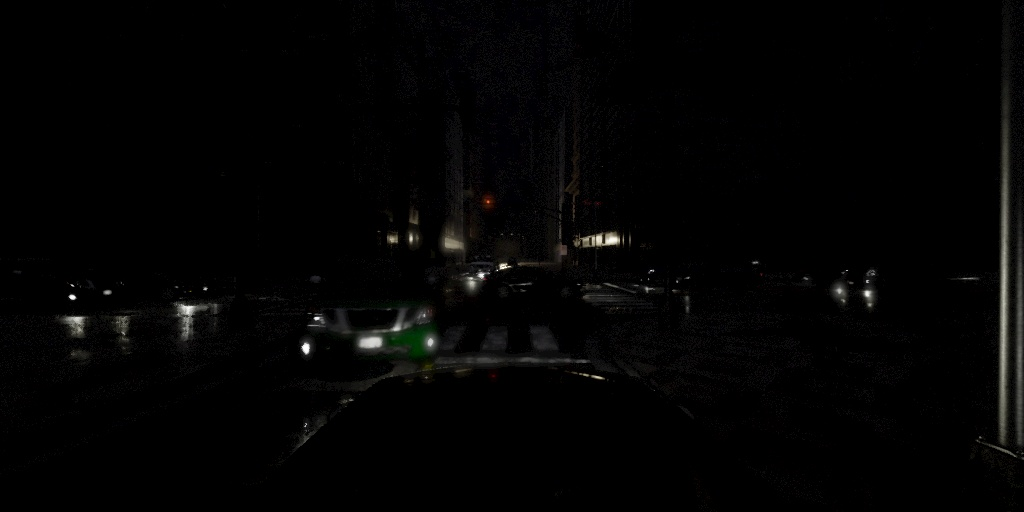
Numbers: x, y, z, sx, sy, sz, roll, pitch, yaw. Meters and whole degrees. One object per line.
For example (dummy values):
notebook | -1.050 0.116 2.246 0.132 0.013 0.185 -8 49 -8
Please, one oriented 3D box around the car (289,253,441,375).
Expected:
car | -3.017 0.971 8.062 2.150 2.045 5.566 2 -1 -19

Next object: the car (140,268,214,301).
car | -17.176 1.344 17.251 4.892 1.490 1.837 0 0 0

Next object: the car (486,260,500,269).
car | -3.027 1.362 57.524 1.895 1.301 4.718 0 0 0

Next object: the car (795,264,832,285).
car | 21.793 1.192 23.831 4.718 1.301 1.895 0 0 0

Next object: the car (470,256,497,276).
car | -3.071 0.975 37.304 2.150 2.045 5.566 0 0 0

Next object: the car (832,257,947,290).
car | 21.730 0.952 20.578 4.553 1.767 2.097 0 0 0

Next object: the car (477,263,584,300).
car | 0.990 1.251 17.197 4.892 1.490 1.837 0 0 0

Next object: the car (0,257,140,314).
car | -18.555 1.076 14.004 5.566 2.045 2.150 0 0 0

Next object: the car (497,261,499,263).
car | -3.052 1.357 47.371 1.895 1.301 4.718 0 0 0

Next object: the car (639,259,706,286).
car | 10.889 1.011 23.904 4.553 1.767 2.097 0 0 1

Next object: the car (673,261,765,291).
car | 11.855 1.187 20.607 4.674 1.442 1.812 0 0 2
